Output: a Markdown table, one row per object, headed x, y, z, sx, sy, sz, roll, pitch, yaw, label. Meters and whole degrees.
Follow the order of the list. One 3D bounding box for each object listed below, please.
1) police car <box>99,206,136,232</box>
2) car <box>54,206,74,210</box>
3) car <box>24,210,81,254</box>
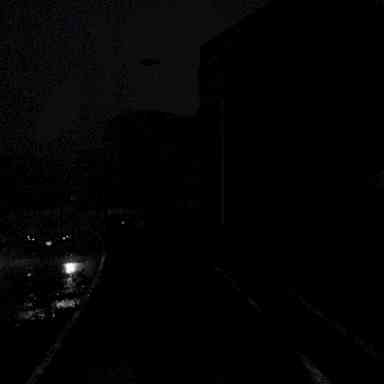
| x | y | z | sx | sy | sz | roll | pitch | yaw | label |
| --- | --- | --- | --- | --- | --- | --- | --- | --- | --- |
| -5.384 | 1.818 | 23.454 | 1.930 | 1.638 | 5.238 | -1 | -1 | -23 | police car |
| -15.212 | 2.415 | 38.905 | 2.097 | 1.767 | 4.553 | -2 | -1 | -40 | car |
| -6.128 | 1.758 | 14.891 | 1.837 | 1.490 | 4.892 | 0 | -1 | -17 | car |
